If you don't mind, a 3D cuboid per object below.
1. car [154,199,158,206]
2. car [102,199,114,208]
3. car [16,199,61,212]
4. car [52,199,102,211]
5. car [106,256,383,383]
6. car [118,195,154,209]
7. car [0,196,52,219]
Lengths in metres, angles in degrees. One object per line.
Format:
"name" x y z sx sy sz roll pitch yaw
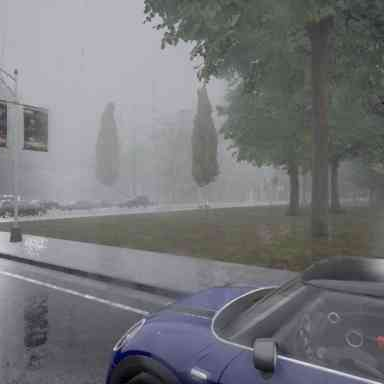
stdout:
"car" -8.150 1.836 59.652 2.128 1.511 4.902 0 0 36
"car" -14.096 1.837 51.209 1.994 1.385 4.181 0 0 35
"car" -19.779 1.695 43.090 1.882 1.535 5.008 0 0 35
"car" -15.121 1.778 44.079 2.033 1.411 5.357 0 0 35
"car" 1.394 1.352 2.694 4.553 1.767 2.097 0 0 36
"car" -9.132 1.514 52.631 2.150 2.045 5.566 0 0 36
"car" -16.025 1.514 31.099 2.097 1.767 4.553 0 0 35
